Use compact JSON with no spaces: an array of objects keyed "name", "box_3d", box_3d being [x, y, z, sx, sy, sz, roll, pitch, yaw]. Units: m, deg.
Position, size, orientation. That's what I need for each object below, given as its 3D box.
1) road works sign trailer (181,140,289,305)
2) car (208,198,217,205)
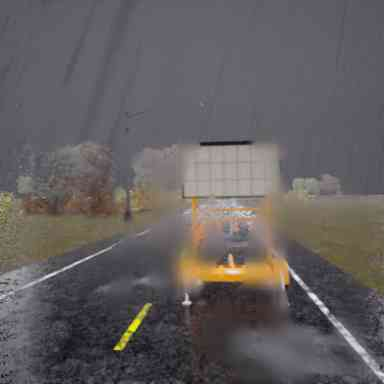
[{"name":"road works sign trailer","box_3d":[0.975,0.548,8.281,2.380,3.560,2.880,-1,-1,5]},{"name":"car","box_3d":[5.087,2.272,81.403,2.097,1.767,4.553,-1,-1,6]}]
